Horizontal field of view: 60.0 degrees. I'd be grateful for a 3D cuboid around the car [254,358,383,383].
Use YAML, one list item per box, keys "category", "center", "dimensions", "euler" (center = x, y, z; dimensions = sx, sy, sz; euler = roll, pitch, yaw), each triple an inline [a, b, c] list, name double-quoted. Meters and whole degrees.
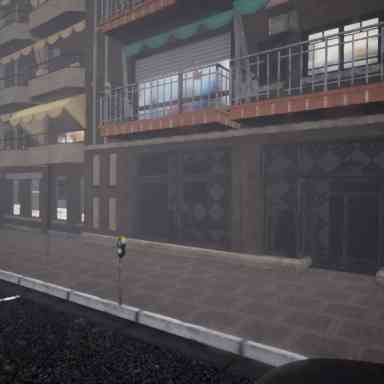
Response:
- category: "car"
  center: [2.147, 1.551, 1.326]
  dimensions: [4.403, 1.369, 2.008]
  euler: [0, 1, 36]
